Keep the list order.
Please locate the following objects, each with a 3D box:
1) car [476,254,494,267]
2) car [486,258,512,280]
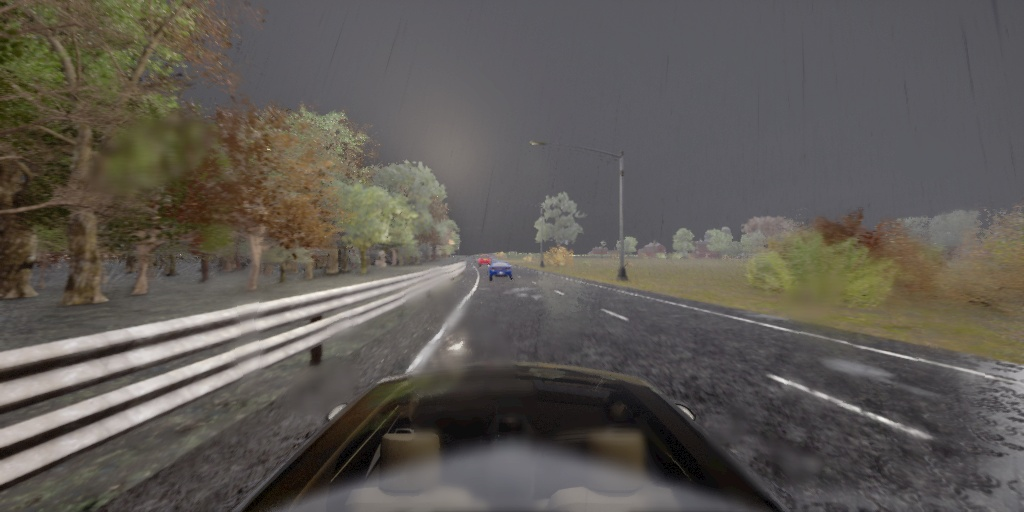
[{"bbox_3d":[-4.923,0.853,64.634,2.150,2.045,5.566,0,0,-7],"label":"car"},{"bbox_3d":[-1.058,1.184,30.940,1.882,1.535,5.008,0,0,-5],"label":"car"}]
